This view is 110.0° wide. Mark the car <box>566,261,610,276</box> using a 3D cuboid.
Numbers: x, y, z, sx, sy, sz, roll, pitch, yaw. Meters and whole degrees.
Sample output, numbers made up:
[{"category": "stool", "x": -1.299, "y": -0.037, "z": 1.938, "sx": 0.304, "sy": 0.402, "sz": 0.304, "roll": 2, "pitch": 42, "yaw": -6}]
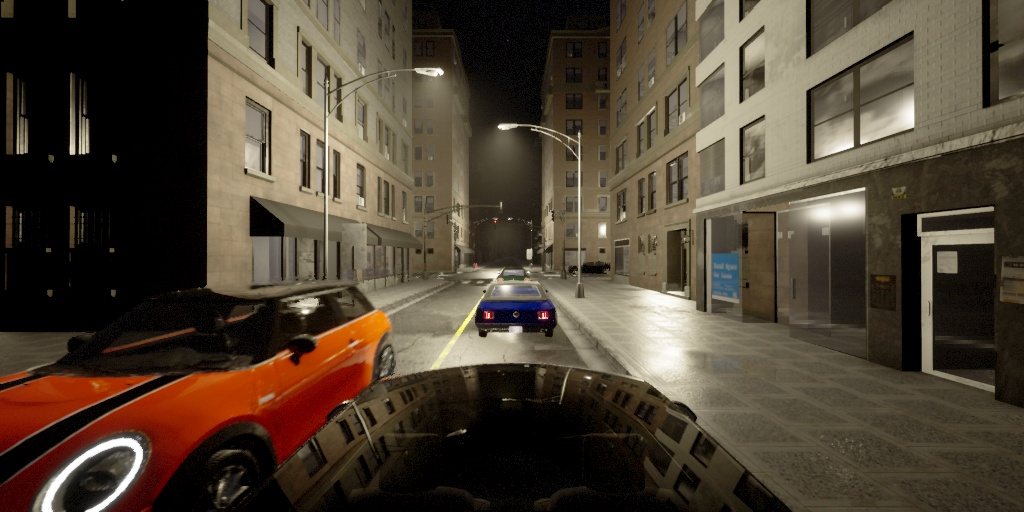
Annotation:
[{"category": "car", "x": 8.228, "y": 1.256, "z": 37.600, "sx": 5.008, "sy": 1.535, "sz": 1.882, "roll": 0, "pitch": 0, "yaw": 2}]

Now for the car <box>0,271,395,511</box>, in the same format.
[{"category": "car", "x": -2.852, "y": 1.102, "z": 3.642, "sx": 2.097, "sy": 1.767, "sz": 4.553, "roll": 0, "pitch": 0, "yaw": 0}]

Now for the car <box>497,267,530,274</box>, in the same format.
[{"category": "car", "x": 0.086, "y": 1.321, "z": 20.115, "sx": 1.994, "sy": 1.385, "sz": 4.181, "roll": 0, "pitch": 0, "yaw": 0}]

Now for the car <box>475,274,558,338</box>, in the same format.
[{"category": "car", "x": 0.096, "y": 1.352, "z": 10.226, "sx": 1.895, "sy": 1.301, "sz": 4.718, "roll": 0, "pitch": 0, "yaw": 0}]
